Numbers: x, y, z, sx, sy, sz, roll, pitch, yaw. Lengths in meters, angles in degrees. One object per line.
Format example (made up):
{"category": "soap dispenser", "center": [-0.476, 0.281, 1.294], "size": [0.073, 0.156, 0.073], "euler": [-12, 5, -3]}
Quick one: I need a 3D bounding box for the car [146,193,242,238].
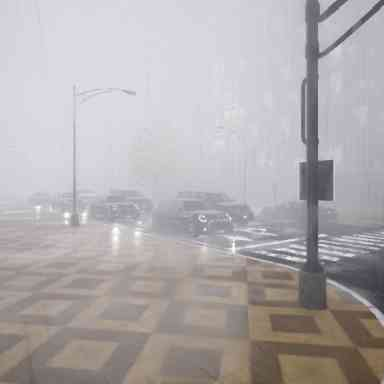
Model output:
{"category": "car", "center": [-0.072, 1.124, 16.499], "size": [2.097, 1.767, 4.553], "euler": [0, 1, -38]}

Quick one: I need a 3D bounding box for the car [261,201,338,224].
{"category": "car", "center": [7.178, 1.300, 22.847], "size": [2.033, 1.411, 5.357], "euler": [0, 1, -33]}

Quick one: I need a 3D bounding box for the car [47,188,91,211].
{"category": "car", "center": [-11.522, 0.786, 31.004], "size": [2.097, 1.767, 4.553], "euler": [0, 1, -38]}

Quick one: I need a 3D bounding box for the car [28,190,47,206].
{"category": "car", "center": [-17.838, 0.771, 39.079], "size": [1.812, 1.442, 4.674], "euler": [0, 1, -38]}

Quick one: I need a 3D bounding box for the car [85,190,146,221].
{"category": "car", "center": [-5.488, 0.965, 23.342], "size": [2.097, 1.767, 4.553], "euler": [0, 1, -38]}

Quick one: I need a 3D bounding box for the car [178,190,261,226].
{"category": "car", "center": [1.118, 0.950, 20.194], "size": [2.150, 2.045, 5.566], "euler": [0, 1, -40]}

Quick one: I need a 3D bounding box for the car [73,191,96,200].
{"category": "car", "center": [-17.902, 0.547, 55.201], "size": [2.033, 1.411, 5.357], "euler": [0, 1, -38]}

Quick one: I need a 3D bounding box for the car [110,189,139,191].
{"category": "car", "center": [-5.507, 0.754, 28.616], "size": [2.150, 2.045, 5.566], "euler": [0, 1, -38]}

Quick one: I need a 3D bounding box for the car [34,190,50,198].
{"category": "car", "center": [-28.753, 0.281, 63.747], "size": [1.812, 1.442, 4.674], "euler": [0, 1, -38]}
